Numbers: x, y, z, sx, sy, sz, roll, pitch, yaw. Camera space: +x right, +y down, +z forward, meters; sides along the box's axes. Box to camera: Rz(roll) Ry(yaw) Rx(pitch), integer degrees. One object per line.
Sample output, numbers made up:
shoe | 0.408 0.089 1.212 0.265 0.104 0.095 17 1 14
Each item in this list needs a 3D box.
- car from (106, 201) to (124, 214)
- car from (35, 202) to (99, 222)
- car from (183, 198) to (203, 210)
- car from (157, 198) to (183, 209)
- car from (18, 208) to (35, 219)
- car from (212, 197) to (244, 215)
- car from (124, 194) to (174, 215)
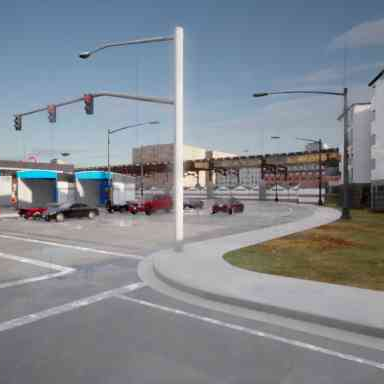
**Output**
car | -7.111 1.601 36.221 1.895 1.301 4.718 0 0 30
car | -9.592 1.526 26.479 1.812 1.442 4.674 0 0 36
car | 0.119 1.547 44.101 2.033 1.411 5.357 0 0 16
car | -2.956 1.547 46.029 2.033 1.411 5.357 0 0 15
car | -12.295 1.601 28.661 1.895 1.301 4.718 0 0 37
car | 3.753 1.352 33.944 2.097 1.767 4.553 0 0 27
car | -4.130 1.221 34.417 2.150 2.045 5.566 0 0 30
